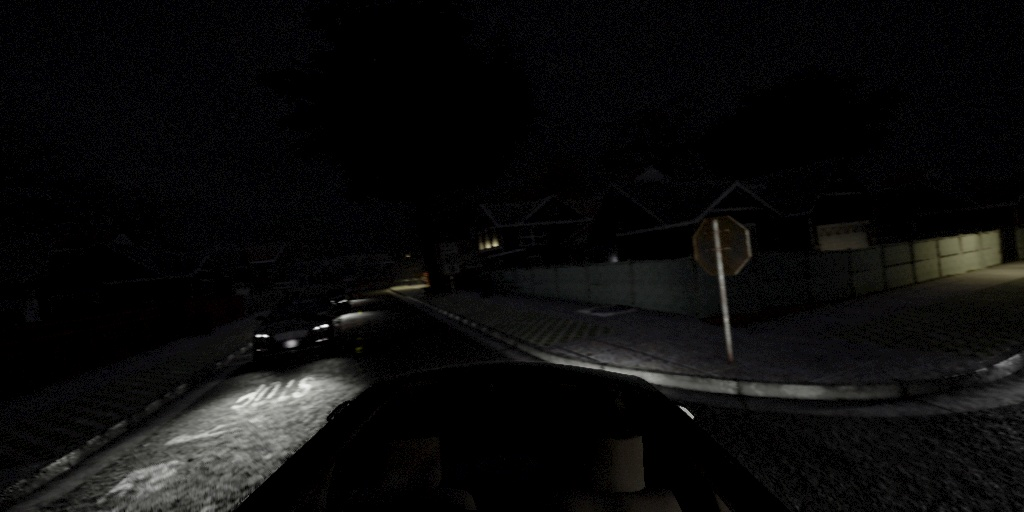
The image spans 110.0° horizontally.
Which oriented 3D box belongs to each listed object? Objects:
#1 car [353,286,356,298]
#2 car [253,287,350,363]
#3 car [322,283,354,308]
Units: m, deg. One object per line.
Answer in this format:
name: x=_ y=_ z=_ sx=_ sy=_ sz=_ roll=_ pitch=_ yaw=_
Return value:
car: x=-15.420 y=3.245 z=32.693 sx=1.837 sy=1.490 sz=4.892 roll=-6 pitch=-1 yaw=-23
car: x=-6.299 y=1.980 z=10.896 sx=2.128 sy=1.511 sz=4.902 roll=-6 pitch=-1 yaw=-23
car: x=-10.712 y=2.596 z=21.399 sx=1.837 sy=1.490 sz=4.892 roll=-6 pitch=-1 yaw=-23
